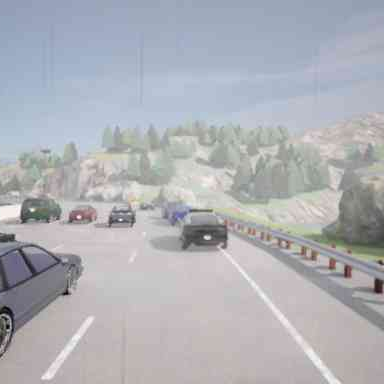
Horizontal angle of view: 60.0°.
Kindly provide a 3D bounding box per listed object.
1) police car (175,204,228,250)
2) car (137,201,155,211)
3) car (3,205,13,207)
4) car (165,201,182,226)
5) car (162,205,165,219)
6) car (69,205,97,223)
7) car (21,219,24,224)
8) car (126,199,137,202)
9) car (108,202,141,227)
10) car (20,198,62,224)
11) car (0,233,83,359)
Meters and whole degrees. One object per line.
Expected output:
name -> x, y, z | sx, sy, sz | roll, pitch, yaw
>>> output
police car -> 0.394, 1.595, 15.512 | 1.930, 1.638, 5.238 | 0, -1, -5
car -> -6.925, 2.168, 51.285 | 1.895, 1.301, 4.718 | 0, -1, -16
car -> -29.145, 2.163, 51.488 | 1.994, 1.385, 4.181 | 0, -1, -17
car -> -0.799, 1.765, 26.268 | 1.882, 1.535, 5.008 | 0, -1, -8
car -> -1.805, 1.710, 32.721 | 2.097, 1.767, 4.553 | 0, -1, -10
car -> -9.284, 1.849, 28.504 | 1.812, 1.442, 4.674 | 0, -1, -9
car -> -7.272, 1.722, 10.153 | 1.895, 1.301, 4.718 | 0, -1, -3
car -> -12.239, 2.165, 67.940 | 1.882, 1.535, 5.008 | 0, -1, -22
car -> -5.312, 1.779, 25.689 | 2.128, 1.511, 4.902 | 0, -1, -8
car -> -12.769, 1.548, 28.373 | 2.150, 2.045, 5.566 | 0, -1, -9
car -> -3.557, 1.617, 5.879 | 2.033, 1.411, 5.357 | 0, -1, -2
